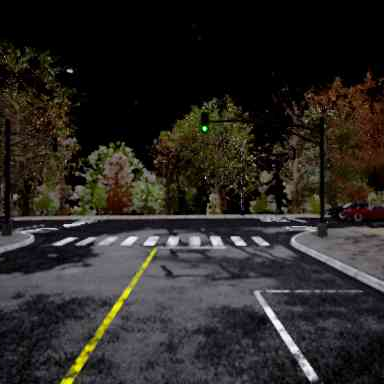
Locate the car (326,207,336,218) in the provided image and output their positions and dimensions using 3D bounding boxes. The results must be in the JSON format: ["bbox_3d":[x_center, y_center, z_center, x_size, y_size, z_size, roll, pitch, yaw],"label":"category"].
[{"bbox_3d":[15.169,1.716,31.236,4.892,1.490,1.837,-1,-1,1],"label":"car"}]

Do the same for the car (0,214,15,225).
[{"bbox_3d":[-16.168,1.982,25.212,4.718,1.301,1.895,-1,-1,1],"label":"car"}]

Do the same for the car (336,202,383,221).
[{"bbox_3d":[15.111,1.736,27.982,4.718,1.301,1.895,-1,-1,1],"label":"car"}]
